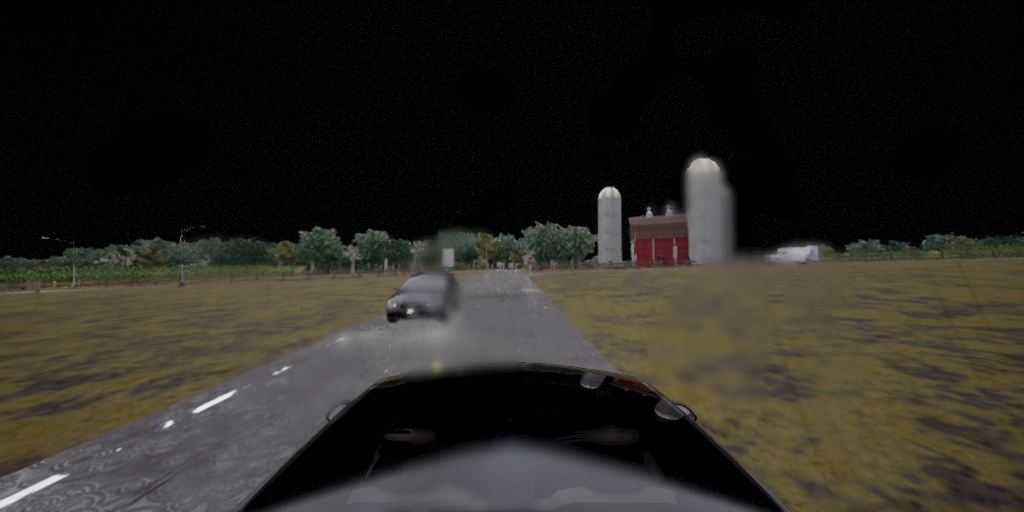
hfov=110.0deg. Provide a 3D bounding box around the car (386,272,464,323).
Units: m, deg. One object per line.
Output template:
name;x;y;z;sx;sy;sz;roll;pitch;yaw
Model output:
car;-2.847;1.353;12.598;1.837;1.490;4.892;0;-1;0

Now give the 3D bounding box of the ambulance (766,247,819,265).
ambulance;39.354;0.030;50.426;6.366;2.431;2.351;-2;-2;0
